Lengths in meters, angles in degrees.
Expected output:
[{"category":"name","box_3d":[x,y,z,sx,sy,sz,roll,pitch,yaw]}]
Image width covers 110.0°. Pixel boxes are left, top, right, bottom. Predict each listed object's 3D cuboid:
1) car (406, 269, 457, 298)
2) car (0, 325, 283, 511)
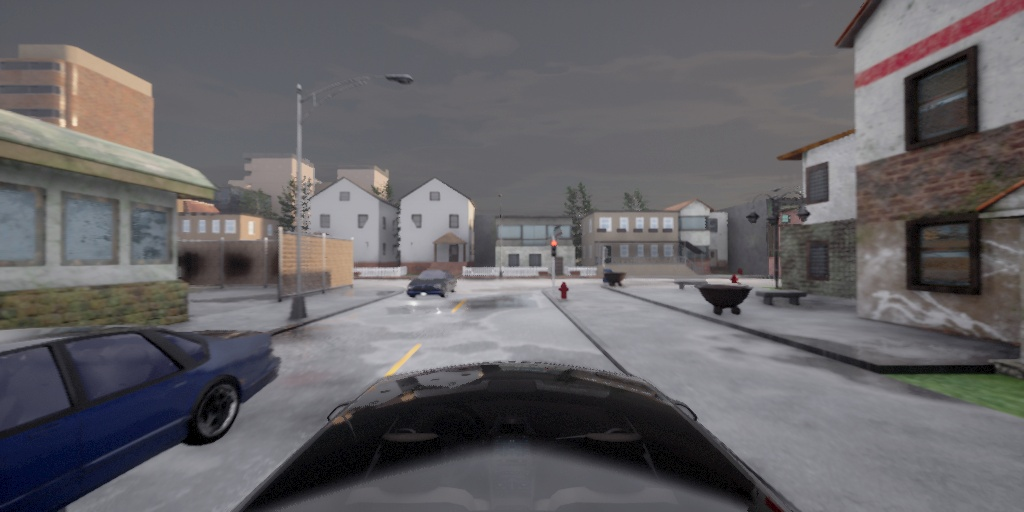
[{"category":"car","box_3d":[-4.211,1.444,19.689,2.033,1.411,5.357,0,0,0]},{"category":"car","box_3d":[-4.091,1.315,2.597,2.033,1.411,5.357,0,0,-1]}]
